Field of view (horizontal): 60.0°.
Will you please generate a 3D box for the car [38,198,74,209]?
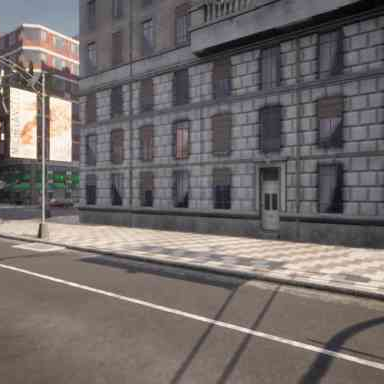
[{"bbox_3d":[-18.067,1.526,44.397,1.812,1.442,4.674,0,0,36],"label":"car"}]
